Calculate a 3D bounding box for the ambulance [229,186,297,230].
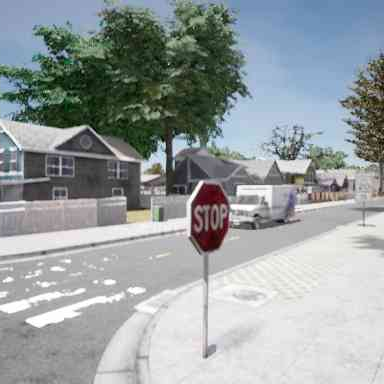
[{"bbox_3d":[4.286,0.842,20.554,2.351,2.431,6.366,0,1,37],"label":"ambulance"}]
